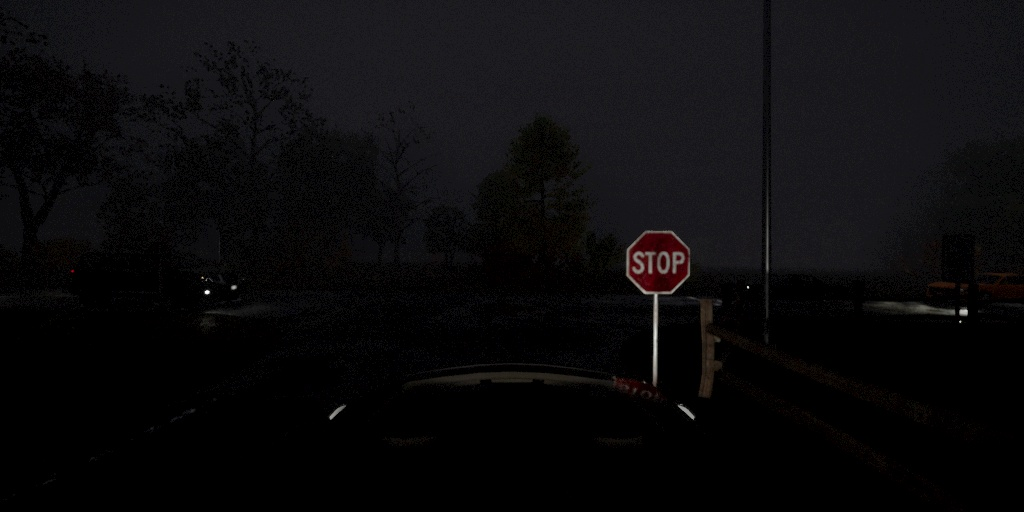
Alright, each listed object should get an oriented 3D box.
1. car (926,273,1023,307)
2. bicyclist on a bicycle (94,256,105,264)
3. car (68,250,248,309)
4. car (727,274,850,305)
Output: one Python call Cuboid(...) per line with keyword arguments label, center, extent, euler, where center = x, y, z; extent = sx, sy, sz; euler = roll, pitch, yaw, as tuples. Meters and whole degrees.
Cuboid(label="car", center=(22.689, 1.535, 16.913), extent=(5.008, 1.535, 1.882), euler=(1, 1, 0))
Cuboid(label="bicyclist on a bicycle", center=(-22.709, 0.843, 19.789), extent=(0.582, 1.620, 1.656), euler=(1, 0, 0))
Cuboid(label="car", center=(-13.443, 0.816, 13.798), extent=(5.566, 2.045, 2.150), euler=(1, 1, 1))
Cuboid(label="car", center=(12.789, 1.517, 16.907), extent=(4.718, 1.301, 1.895), euler=(1, 1, 0))
